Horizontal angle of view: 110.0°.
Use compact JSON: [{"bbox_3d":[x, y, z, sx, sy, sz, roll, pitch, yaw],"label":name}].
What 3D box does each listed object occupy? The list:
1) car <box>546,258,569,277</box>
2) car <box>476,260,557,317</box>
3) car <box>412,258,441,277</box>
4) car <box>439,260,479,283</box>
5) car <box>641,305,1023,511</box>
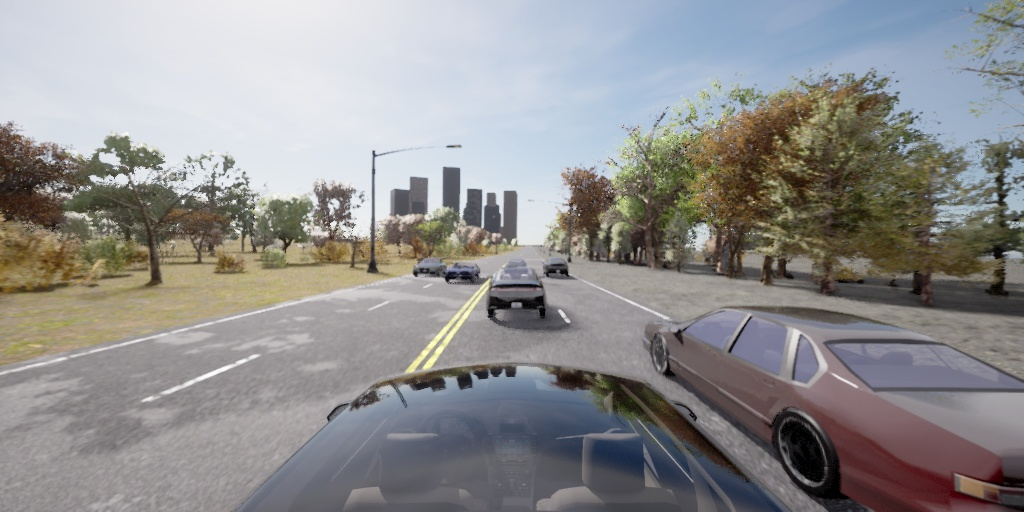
[{"bbox_3d":[3.627,0.906,30.258,1.837,1.490,4.892,1,1,1],"label":"car"},{"bbox_3d":[0.147,1.113,12.558,2.128,1.511,4.902,-1,1,0],"label":"car"},{"bbox_3d":[-6.345,0.859,28.140,1.994,1.385,4.181,1,1,1],"label":"car"},{"bbox_3d":[-3.174,1.013,23.644,1.895,1.301,4.718,1,1,1],"label":"car"},{"bbox_3d":[3.389,1.339,4.425,2.033,1.411,5.357,1,0,0],"label":"car"}]
